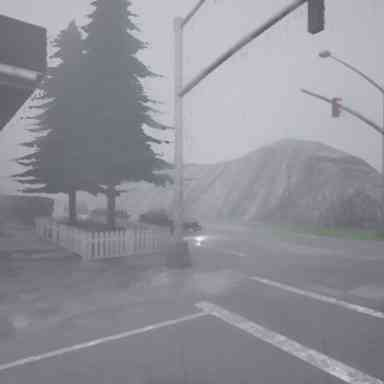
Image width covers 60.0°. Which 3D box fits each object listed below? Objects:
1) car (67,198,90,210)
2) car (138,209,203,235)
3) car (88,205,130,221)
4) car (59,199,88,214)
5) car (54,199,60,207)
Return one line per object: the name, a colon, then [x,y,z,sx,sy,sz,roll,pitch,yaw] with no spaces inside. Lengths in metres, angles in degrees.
car: [-16.801,1.743,49.168,1.837,1.490,4.892,0,0,-35]
car: [-1.554,1.768,20.995,2.033,1.411,5.357,0,0,-35]
car: [-7.094,1.824,28.893,1.895,1.301,4.718,0,0,-35]
car: [-13.066,1.791,37.433,1.994,1.385,4.181,0,0,-35]
car: [-22.644,1.842,57.247,1.895,1.301,4.718,0,0,-37]
